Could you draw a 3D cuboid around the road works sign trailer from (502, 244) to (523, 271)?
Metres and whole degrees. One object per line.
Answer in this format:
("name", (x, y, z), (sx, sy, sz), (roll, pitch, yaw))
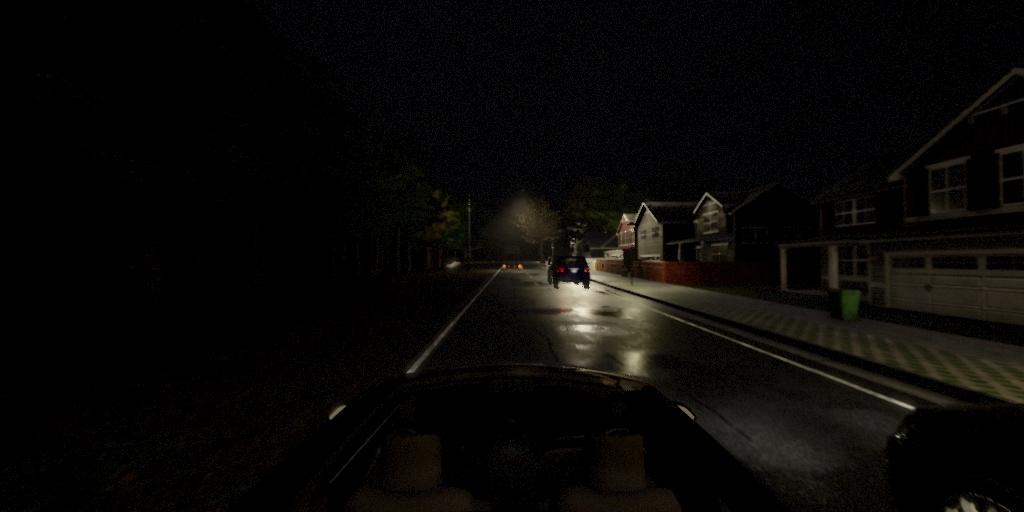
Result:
("road works sign trailer", (0.006, 0.197, 47.222), (2.380, 3.560, 2.880), (0, 0, 0))

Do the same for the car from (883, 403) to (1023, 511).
("car", (3.601, 1.254, 0.534), (1.837, 1.490, 4.892), (0, 0, 0))

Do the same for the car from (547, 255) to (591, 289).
("car", (3.602, 0.970, 23.367), (2.150, 2.045, 5.566), (0, 0, 0))
